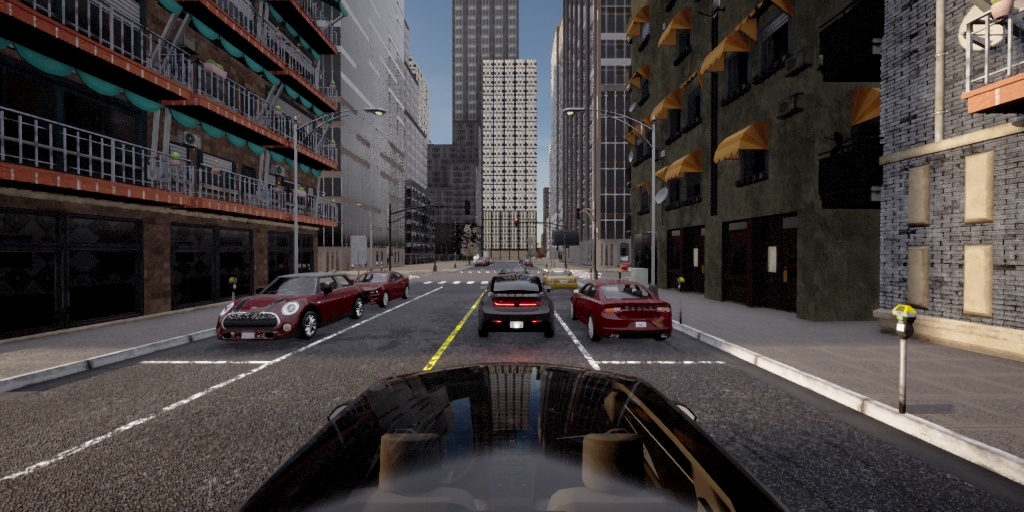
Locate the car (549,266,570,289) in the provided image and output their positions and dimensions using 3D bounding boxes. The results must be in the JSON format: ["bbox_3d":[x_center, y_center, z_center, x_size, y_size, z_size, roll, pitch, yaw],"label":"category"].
[{"bbox_3d":[2.704,1.273,20.919,1.751,1.417,4.829,0,0,0],"label":"car"}]

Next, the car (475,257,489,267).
[{"bbox_3d":[-5.644,1.291,64.282,1.888,1.381,4.507,0,0,0],"label":"car"}]

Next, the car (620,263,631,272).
[{"bbox_3d":[14.291,1.005,39.882,4.507,1.381,1.888,0,0,0],"label":"car"}]

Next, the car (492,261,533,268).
[{"bbox_3d":[0.113,1.239,20.386,2.128,1.511,4.902,0,0,0],"label":"car"}]

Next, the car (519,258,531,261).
[{"bbox_3d":[2.736,1.186,64.275,1.967,1.591,4.097,0,0,0],"label":"car"}]

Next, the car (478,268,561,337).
[{"bbox_3d":[0.106,1.253,10.253,1.837,1.490,4.892,0,0,0],"label":"car"}]

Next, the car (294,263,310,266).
[{"bbox_3d":[-23.806,1.494,39.590,4.097,1.591,1.967,0,0,0],"label":"car"}]

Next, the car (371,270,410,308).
[{"bbox_3d":[-5.682,1.293,15.246,1.888,1.381,4.507,0,0,0],"label":"car"}]

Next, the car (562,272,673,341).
[{"bbox_3d":[2.696,1.294,9.702,1.888,1.381,4.507,0,0,0],"label":"car"}]

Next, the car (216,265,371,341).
[{"bbox_3d":[-5.686,1.188,9.722,1.967,1.591,4.097,0,0,0],"label":"car"}]
